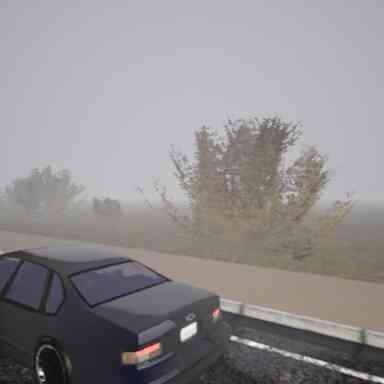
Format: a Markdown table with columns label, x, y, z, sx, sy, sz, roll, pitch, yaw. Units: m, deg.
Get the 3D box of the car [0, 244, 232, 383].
| label | x | y | z | sx | sy | sz | roll | pitch | yaw |
| --- | --- | --- | --- | --- | --- | --- | --- | --- | --- |
| car | -2.081 | 1.547 | 5.046 | 5.357 | 1.411 | 2.033 | 0 | 0 | 35 |
